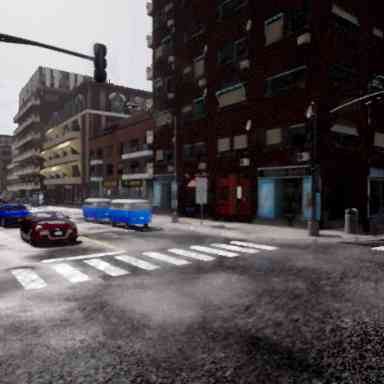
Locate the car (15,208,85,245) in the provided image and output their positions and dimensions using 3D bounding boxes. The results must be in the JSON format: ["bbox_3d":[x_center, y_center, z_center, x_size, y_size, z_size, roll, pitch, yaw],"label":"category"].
[{"bbox_3d":[-7.012,1.640,16.177,1.994,1.385,4.181,-1,0,-36],"label":"car"}]

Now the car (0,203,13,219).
[{"bbox_3d":[-18.970,1.836,32.613,1.895,1.301,4.718,-1,0,-36],"label":"car"}]

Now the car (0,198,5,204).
[{"bbox_3d":[-46.568,2.191,80.311,1.887,1.381,4.507,-2,1,-36],"label":"car"}]

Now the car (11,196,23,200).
[{"bbox_3d":[-30.270,1.854,57.925,1.967,1.590,4.097,-2,1,-36],"label":"car"}]

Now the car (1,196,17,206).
[{"bbox_3d":[-36.793,1.821,66.878,2.192,1.841,5.009,-2,1,-36],"label":"car"}]

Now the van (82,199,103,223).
[{"bbox_3d":[-7.449,1.443,26.583,1.690,1.788,3.998,-2,1,-36],"label":"van"}]

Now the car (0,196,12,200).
[{"bbox_3d":[-32.097,1.933,56.050,1.837,1.490,4.892,-1,0,-35],"label":"car"}]

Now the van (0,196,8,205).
[{"bbox_3d":[-43.313,1.940,75.833,1.690,1.788,3.998,-2,1,-36],"label":"van"}]

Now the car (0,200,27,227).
[{"bbox_3d":[-12.966,1.632,24.351,1.882,1.535,5.008,-1,0,-36],"label":"car"}]

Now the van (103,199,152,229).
[{"bbox_3d":[-4.189,1.399,22.106,1.690,1.788,3.998,-2,1,-36],"label":"van"}]
